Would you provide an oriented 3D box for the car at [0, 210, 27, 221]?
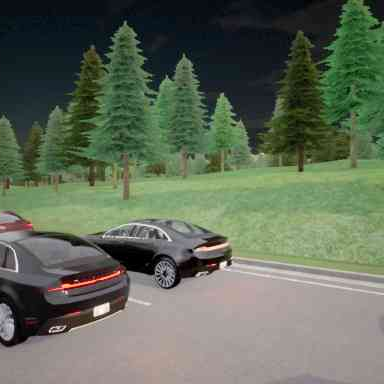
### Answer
[{"bbox_3d":[-8.743,1.526,14.567,4.674,1.442,1.812,0,0,36],"label":"car"}]

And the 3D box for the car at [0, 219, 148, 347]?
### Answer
[{"bbox_3d":[-3.315,1.505,6.373,4.892,1.490,1.837,0,0,36],"label":"car"}]

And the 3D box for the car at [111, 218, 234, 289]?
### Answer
[{"bbox_3d":[-1.242,1.492,9.197,4.902,1.511,2.128,0,0,35],"label":"car"}]
